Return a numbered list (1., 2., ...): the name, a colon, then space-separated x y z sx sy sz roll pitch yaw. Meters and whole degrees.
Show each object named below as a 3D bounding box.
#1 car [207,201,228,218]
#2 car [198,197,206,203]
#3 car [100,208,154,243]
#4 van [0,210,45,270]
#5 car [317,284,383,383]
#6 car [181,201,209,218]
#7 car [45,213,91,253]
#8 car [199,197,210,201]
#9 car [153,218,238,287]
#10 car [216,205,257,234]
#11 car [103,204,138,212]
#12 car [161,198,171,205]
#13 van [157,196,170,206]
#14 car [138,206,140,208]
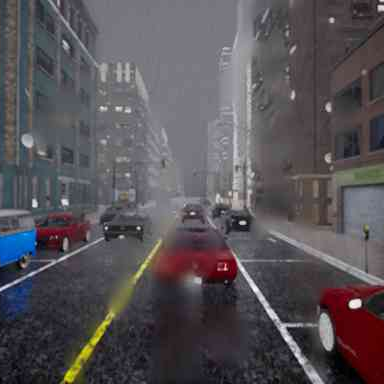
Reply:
1. car: 2.701 1.762 30.811 1.947 1.339 4.313 0 0 0
2. car: 2.707 2.054 90.854 1.967 1.590 4.097 0 0 0
3. car: -3.097 1.708 16.971 1.895 1.301 4.718 0 0 0
4. van: -5.681 1.396 8.732 1.690 1.788 3.998 0 0 0
5. car: 2.698 1.565 3.194 1.887 1.381 4.507 0 0 0
6. car: 0.093 1.725 27.963 2.033 1.411 5.357 0 0 0
7. car: -5.682 1.635 14.254 1.887 1.381 4.507 0 0 0
8. car: 2.704 1.998 63.215 1.802 1.307 4.206 0 0 0
9. car: 0.077 1.661 9.472 1.895 1.301 4.718 0 0 0
10. car: 2.699 1.691 19.764 1.947 1.339 4.313 0 0 0
11. car: -5.681 1.726 25.301 1.947 1.339 4.313 0 0 0
12. car: -5.676 2.039 74.273 1.887 1.381 4.507 0 0 0
13. van: -5.675 1.757 63.219 1.690 1.788 3.998 0 0 0
14. car: -5.681 1.778 30.824 1.802 1.307 4.206 0 0 0
